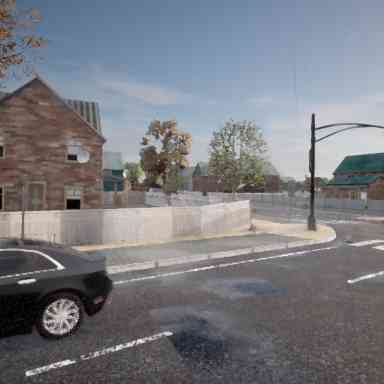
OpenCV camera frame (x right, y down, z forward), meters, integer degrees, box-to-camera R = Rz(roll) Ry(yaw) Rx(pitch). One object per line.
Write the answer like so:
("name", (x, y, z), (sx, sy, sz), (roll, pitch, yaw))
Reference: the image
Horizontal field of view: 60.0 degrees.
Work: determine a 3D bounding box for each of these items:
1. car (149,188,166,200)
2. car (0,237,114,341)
("car", (-6.516, 0.336, 61.647), (2.150, 2.045, 5.566), (1, 1, -21))
("car", (-3.632, 1.513, 4.954), (4.892, 1.490, 1.837), (0, 0, -36))
